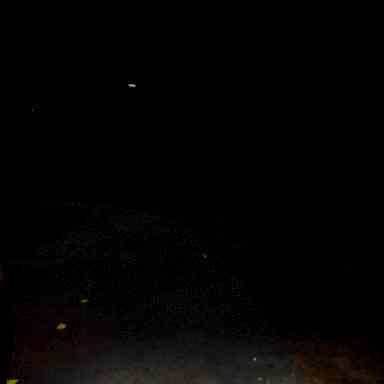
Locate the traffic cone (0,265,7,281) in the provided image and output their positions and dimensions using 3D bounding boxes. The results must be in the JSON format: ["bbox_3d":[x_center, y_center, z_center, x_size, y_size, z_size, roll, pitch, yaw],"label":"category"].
[{"bbox_3d":[-5.010,1.965,8.571,0.340,0.580,0.340,0,0,-3],"label":"traffic cone"}]

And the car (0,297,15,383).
[{"bbox_3d":[-2.765,1.492,1.522,2.128,1.511,4.902,0,0,-1],"label":"car"}]
